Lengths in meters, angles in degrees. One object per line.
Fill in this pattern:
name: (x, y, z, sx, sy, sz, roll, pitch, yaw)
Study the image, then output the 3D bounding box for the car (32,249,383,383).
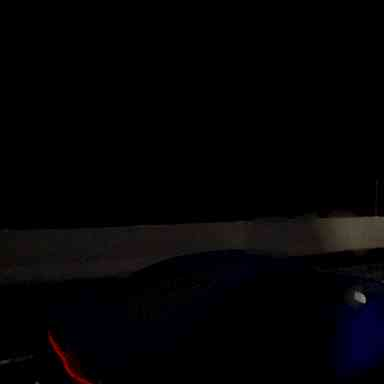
car: (0.810, 1.483, 4.127, 5.008, 1.535, 1.882, 1, 0, -32)
